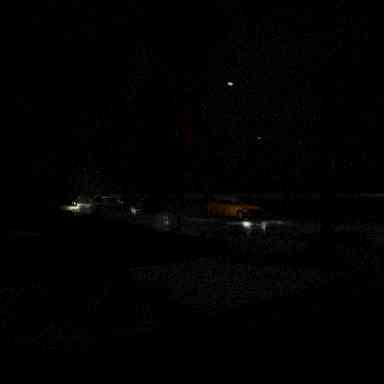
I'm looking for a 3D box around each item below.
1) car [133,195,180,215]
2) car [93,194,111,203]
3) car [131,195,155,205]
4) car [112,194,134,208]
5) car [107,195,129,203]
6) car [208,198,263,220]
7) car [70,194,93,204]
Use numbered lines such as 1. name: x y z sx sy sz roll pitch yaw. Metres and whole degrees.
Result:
1. car: -2.946 1.170 29.395 2.128 1.511 4.902 1 0 -35
2. car: -16.397 1.120 59.901 2.128 1.511 4.902 1 -1 -35
3. car: -7.950 1.265 53.660 1.994 1.385 4.181 1 0 -35
4. car: -7.746 1.135 41.850 2.128 1.511 4.902 1 0 -35
5. car: -13.742 1.231 61.775 2.033 1.411 5.357 1 -1 -35
6. car: 3.335 1.255 26.131 1.882 1.535 5.008 1 0 -35
7. car: -16.508 1.039 48.723 1.837 1.490 4.892 1 -1 -35
